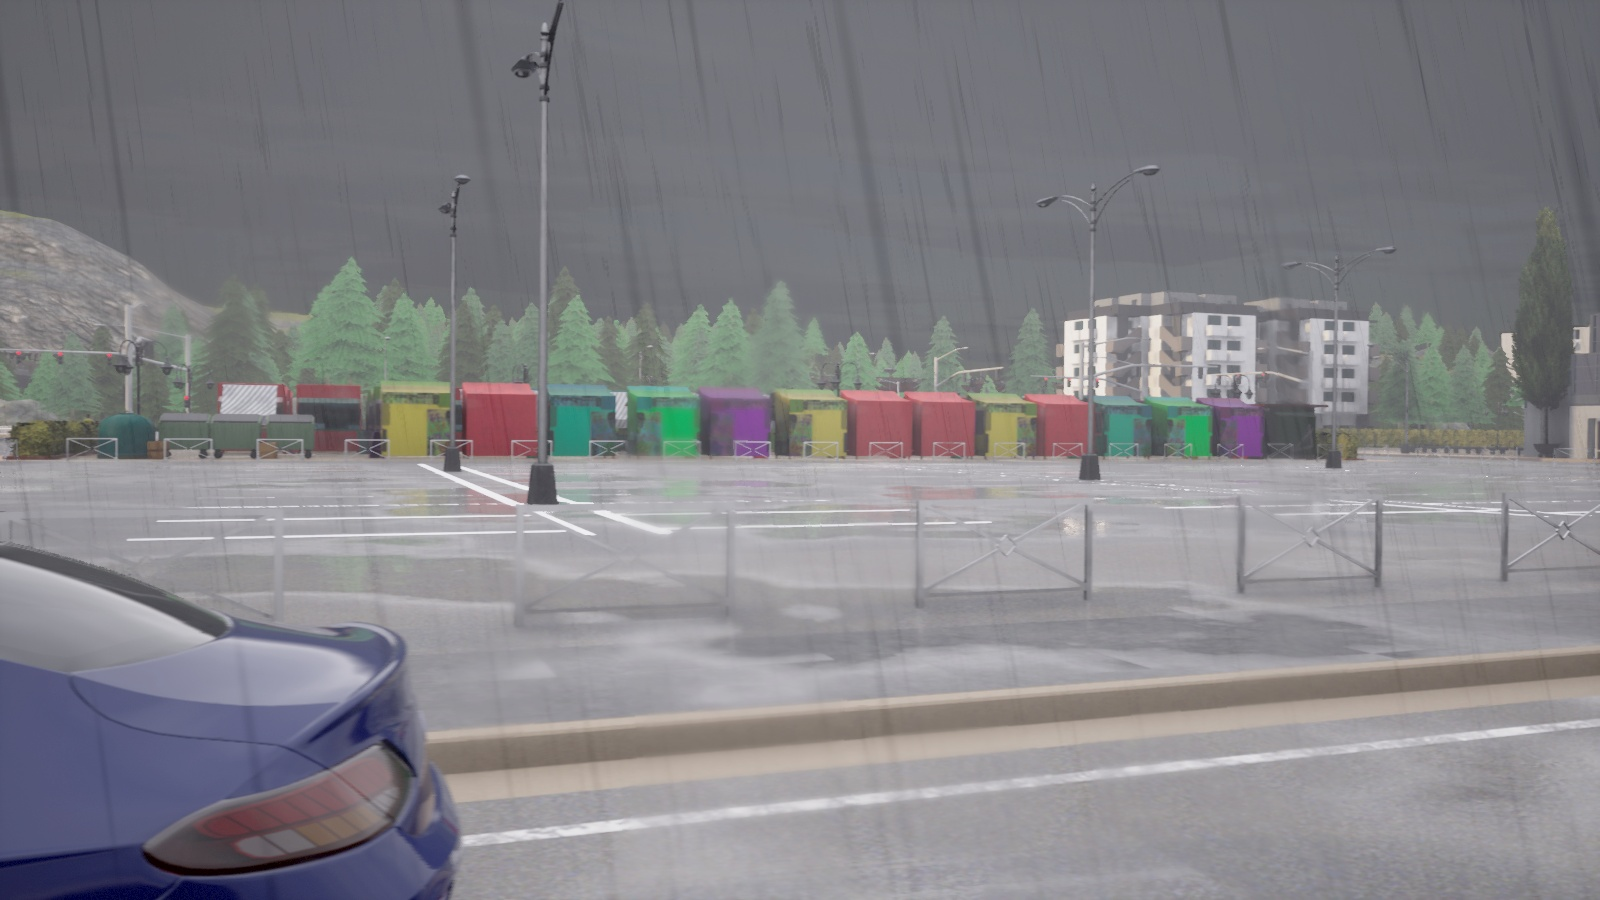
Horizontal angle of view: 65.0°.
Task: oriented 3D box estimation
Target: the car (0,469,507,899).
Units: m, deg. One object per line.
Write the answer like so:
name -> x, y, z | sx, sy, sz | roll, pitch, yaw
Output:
car -> -2.993, 0.824, 2.103 | 4.674, 1.442, 1.812 | -1, 1, -21
